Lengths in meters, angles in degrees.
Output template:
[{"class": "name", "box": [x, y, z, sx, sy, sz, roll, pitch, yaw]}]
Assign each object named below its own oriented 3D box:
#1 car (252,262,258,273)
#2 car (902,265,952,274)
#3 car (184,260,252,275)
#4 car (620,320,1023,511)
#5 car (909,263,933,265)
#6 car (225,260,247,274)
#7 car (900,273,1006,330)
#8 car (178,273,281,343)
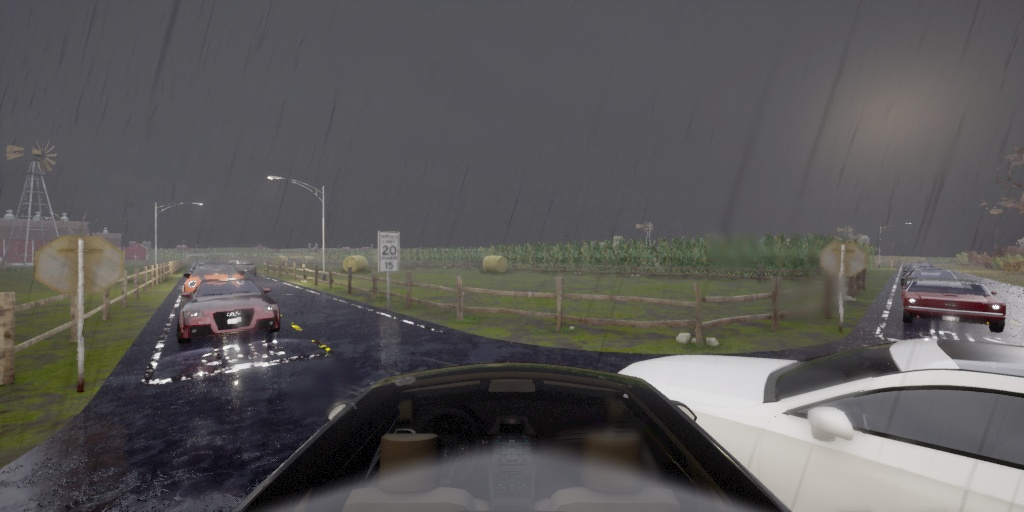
[{"class": "car", "box": [-26.716, 1.264, 35.792, 2.128, 1.511, 4.902, 0, 0, -41]}, {"class": "car", "box": [20.727, 1.348, 17.761, 5.357, 1.411, 2.033, 0, 1, -42]}, {"class": "car", "box": [-13.596, 1.132, 16.463, 2.097, 1.767, 4.553, 0, 0, -41]}, {"class": "car", "box": [2.853, 1.293, 2.269, 1.812, 1.442, 4.674, 0, 1, -43]}, {"class": "car", "box": [27.528, 1.380, 23.965, 4.181, 1.385, 1.994, 0, 1, -42]}, {"class": "car", "box": [-33.381, 1.281, 43.300, 1.837, 1.490, 4.892, 0, 0, -41]}, {"class": "car", "box": [13.600, 1.389, 11.251, 4.718, 1.301, 1.895, 0, 1, -43]}, {"class": "car", "box": [-7.869, 1.351, 9.937, 1.994, 1.385, 4.181, 0, 0, -42]}]
